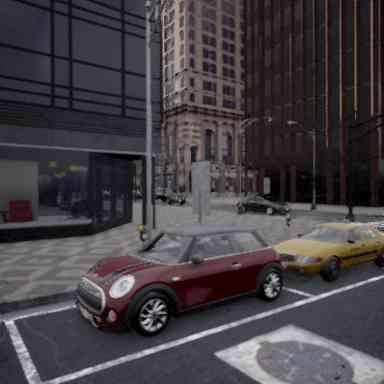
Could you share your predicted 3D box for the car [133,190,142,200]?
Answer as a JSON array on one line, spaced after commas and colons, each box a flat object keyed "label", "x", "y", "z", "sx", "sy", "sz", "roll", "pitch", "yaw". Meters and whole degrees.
[{"label": "car", "x": -8.757, "y": 0.520, "z": 52.978, "sx": 1.837, "sy": 1.490, "sz": 4.892, "roll": 0, "pitch": 1, "yaw": -35}]

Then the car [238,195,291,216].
[{"label": "car", "x": 5.847, "y": 1.062, "z": 27.286, "sx": 1.837, "sy": 1.490, "sz": 4.892, "roll": 0, "pitch": 1, "yaw": -36}]

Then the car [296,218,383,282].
[{"label": "car", "x": 4.182, "y": 1.481, "z": 9.650, "sx": 4.829, "sy": 1.417, "sz": 1.752, "roll": 0, "pitch": 0, "yaw": -36}]

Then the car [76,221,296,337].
[{"label": "car", "x": -0.116, "y": 1.426, "z": 6.571, "sx": 4.097, "sy": 1.590, "sz": 1.967, "roll": 0, "pitch": 0, "yaw": -36}]

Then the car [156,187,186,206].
[{"label": "car", "x": -2.901, "y": 0.500, "z": 39.447, "sx": 2.150, "sy": 2.045, "sz": 5.566, "roll": 0, "pitch": 2, "yaw": -36}]
